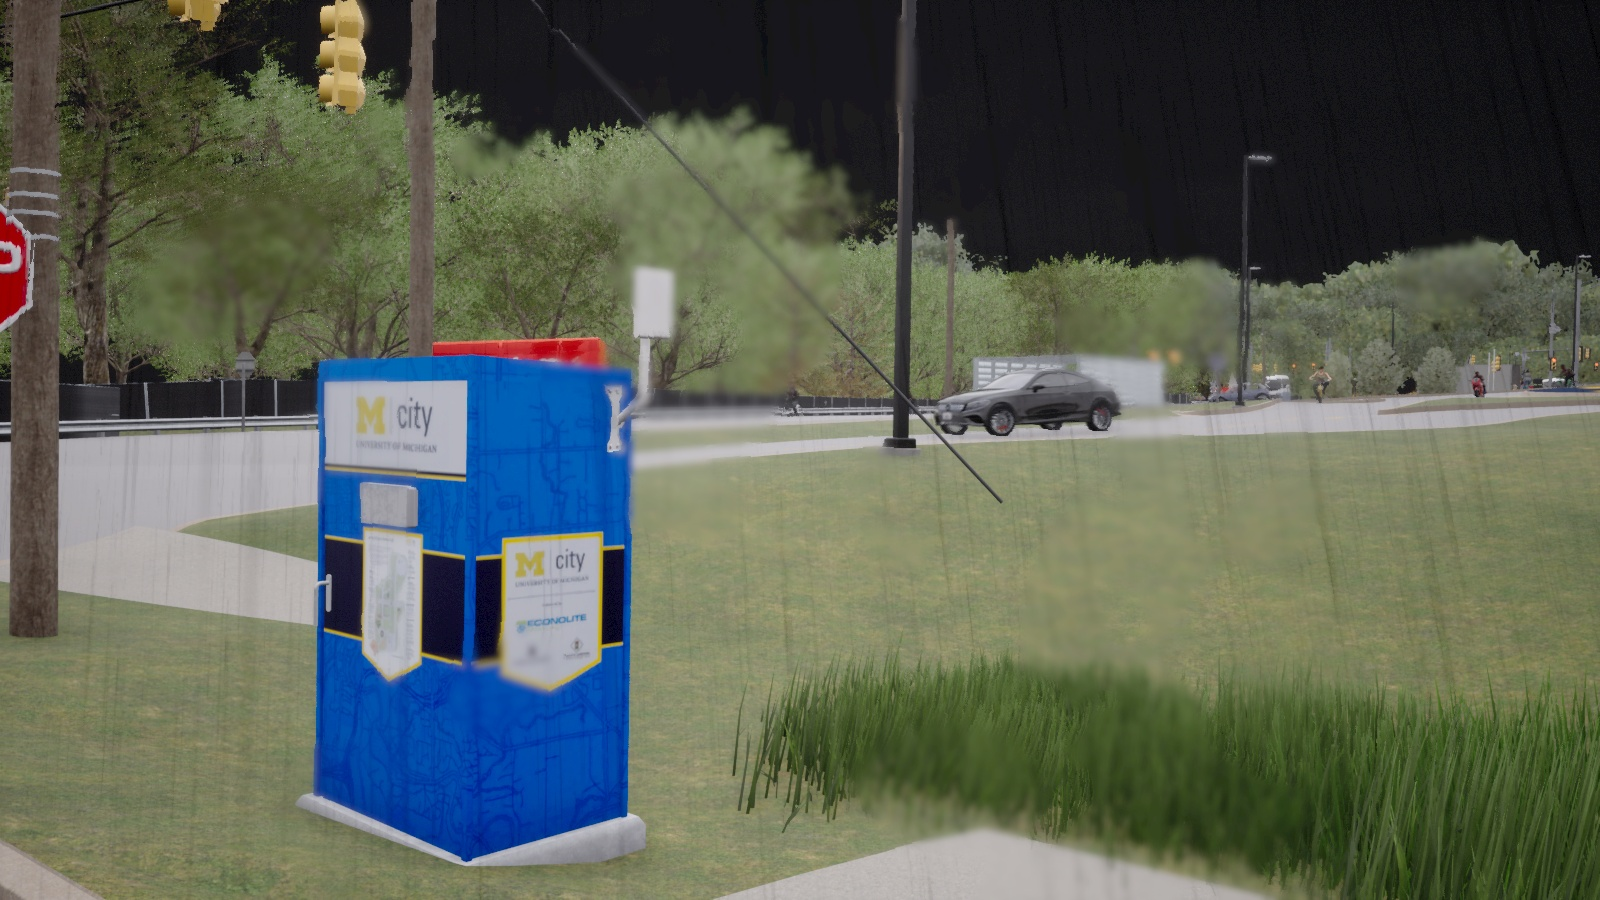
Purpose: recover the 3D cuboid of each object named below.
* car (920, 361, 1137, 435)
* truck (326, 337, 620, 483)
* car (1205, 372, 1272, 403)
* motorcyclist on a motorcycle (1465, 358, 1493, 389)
[{"bbox_3d":[5.161,-1.184,28.200,4.674,1.442,1.812,-4,3,-30],"label":"car"},{"bbox_3d":[-6.408,-0.795,25.299,5.204,2.467,2.627,-4,1,-4],"label":"truck"},{"bbox_3d":[27.341,-3.859,78.282,3.806,1.475,1.970,-6,-1,21],"label":"car"},{"bbox_3d":[35.460,-4.010,65.584,0.797,1.523,2.044,-7,-1,38],"label":"motorcyclist on a motorcycle"}]
